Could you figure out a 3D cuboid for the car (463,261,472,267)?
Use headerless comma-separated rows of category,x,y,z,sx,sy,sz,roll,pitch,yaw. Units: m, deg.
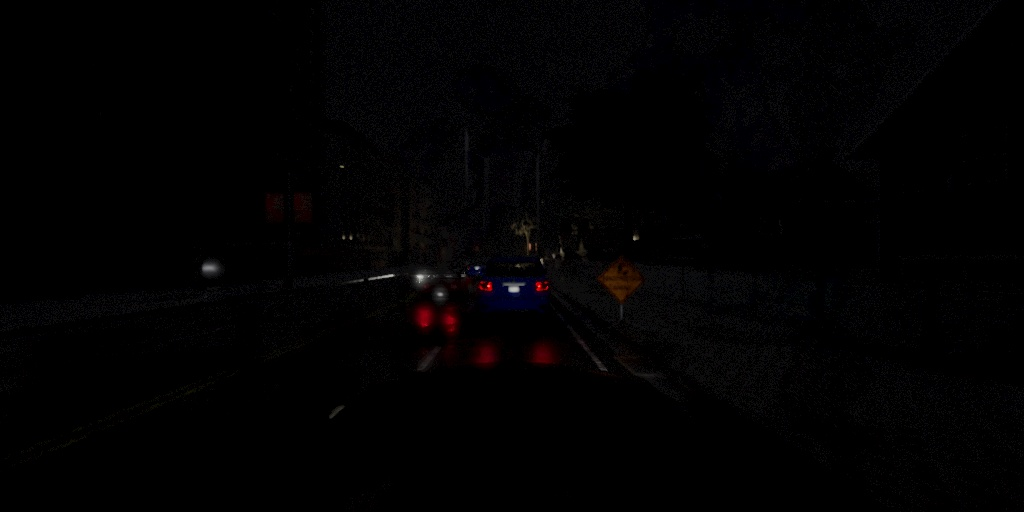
car,-3.136,1.192,34.516,2.097,1.767,4.553,0,0,0

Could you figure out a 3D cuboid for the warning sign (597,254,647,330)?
warning sign,2.854,0.886,9.384,1.300,1.860,1.060,0,0,0

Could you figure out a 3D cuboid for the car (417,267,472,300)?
car,-3.147,1.395,17.996,1.895,1.301,4.718,0,0,0

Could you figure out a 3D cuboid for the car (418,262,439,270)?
car,-9.816,1.427,42.533,1.994,1.385,4.181,0,0,0

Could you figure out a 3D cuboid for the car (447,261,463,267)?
car,-6.567,1.368,42.715,1.837,1.490,4.892,0,0,0

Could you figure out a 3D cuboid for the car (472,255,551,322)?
car,0.085,1.002,12.493,2.150,2.045,5.566,0,0,1
